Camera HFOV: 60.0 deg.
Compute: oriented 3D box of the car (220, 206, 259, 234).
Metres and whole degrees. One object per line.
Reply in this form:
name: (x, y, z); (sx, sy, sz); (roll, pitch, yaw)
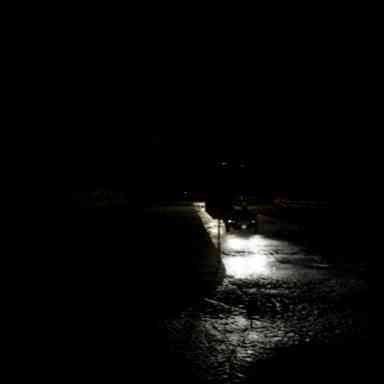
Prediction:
car: (2.782, 1.626, 20.427); (2.128, 1.511, 4.902); (0, 0, -1)
